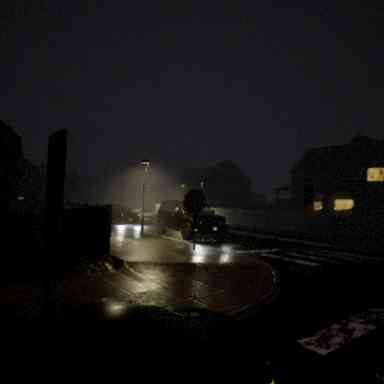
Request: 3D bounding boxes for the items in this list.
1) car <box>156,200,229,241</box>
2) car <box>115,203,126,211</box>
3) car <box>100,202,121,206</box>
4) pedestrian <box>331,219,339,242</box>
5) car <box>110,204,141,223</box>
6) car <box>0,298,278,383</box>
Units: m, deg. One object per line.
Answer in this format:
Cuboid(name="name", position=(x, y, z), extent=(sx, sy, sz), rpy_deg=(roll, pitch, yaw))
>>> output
Cuboid(name="car", position=(-0.164, 1.469, 18.480), extent=(2.150, 2.045, 5.566), rpy_deg=(3, -2, -28))
Cuboid(name="car", position=(-13.523, 2.775, 62.750), extent=(2.033, 1.411, 5.357), rpy_deg=(3, -2, -13))
Cuboid(name="car", position=(-10.602, 2.062, 41.714), extent=(2.097, 1.767, 4.553), rpy_deg=(3, -2, -19))
Cuboid(name="pedestrian", position=(7.306, 1.607, 16.960), extent=(0.375, 1.860, 0.375), rpy_deg=(3, -2, -31))
Cuboid(name="car", position=(-6.122, 2.095, 30.441), extent=(1.895, 1.301, 4.718), rpy_deg=(3, -2, -24))
Cuboid(name="car", position=(-1.415, 1.525, 1.913), extent=(4.674, 1.442, 1.812), rpy_deg=(1, 0, -36))
